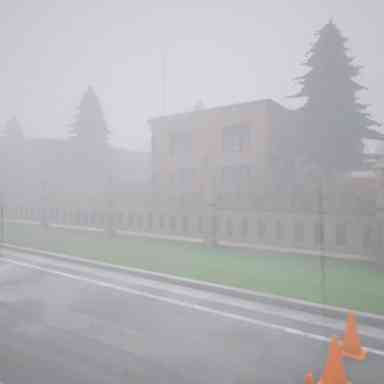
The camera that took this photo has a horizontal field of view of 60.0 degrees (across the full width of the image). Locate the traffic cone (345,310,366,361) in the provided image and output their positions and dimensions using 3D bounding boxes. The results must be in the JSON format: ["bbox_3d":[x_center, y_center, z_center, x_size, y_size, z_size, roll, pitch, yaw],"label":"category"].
[{"bbox_3d":[2.228,1.954,4.654,0.340,0.580,0.340,0,0,36],"label":"traffic cone"}]

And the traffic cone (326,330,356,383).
[{"bbox_3d":[1.646,1.954,3.840,0.340,0.580,0.340,0,0,36],"label":"traffic cone"}]

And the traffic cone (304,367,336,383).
[{"bbox_3d":[1.065,1.954,3.026,0.340,0.580,0.340,0,0,36],"label":"traffic cone"}]
